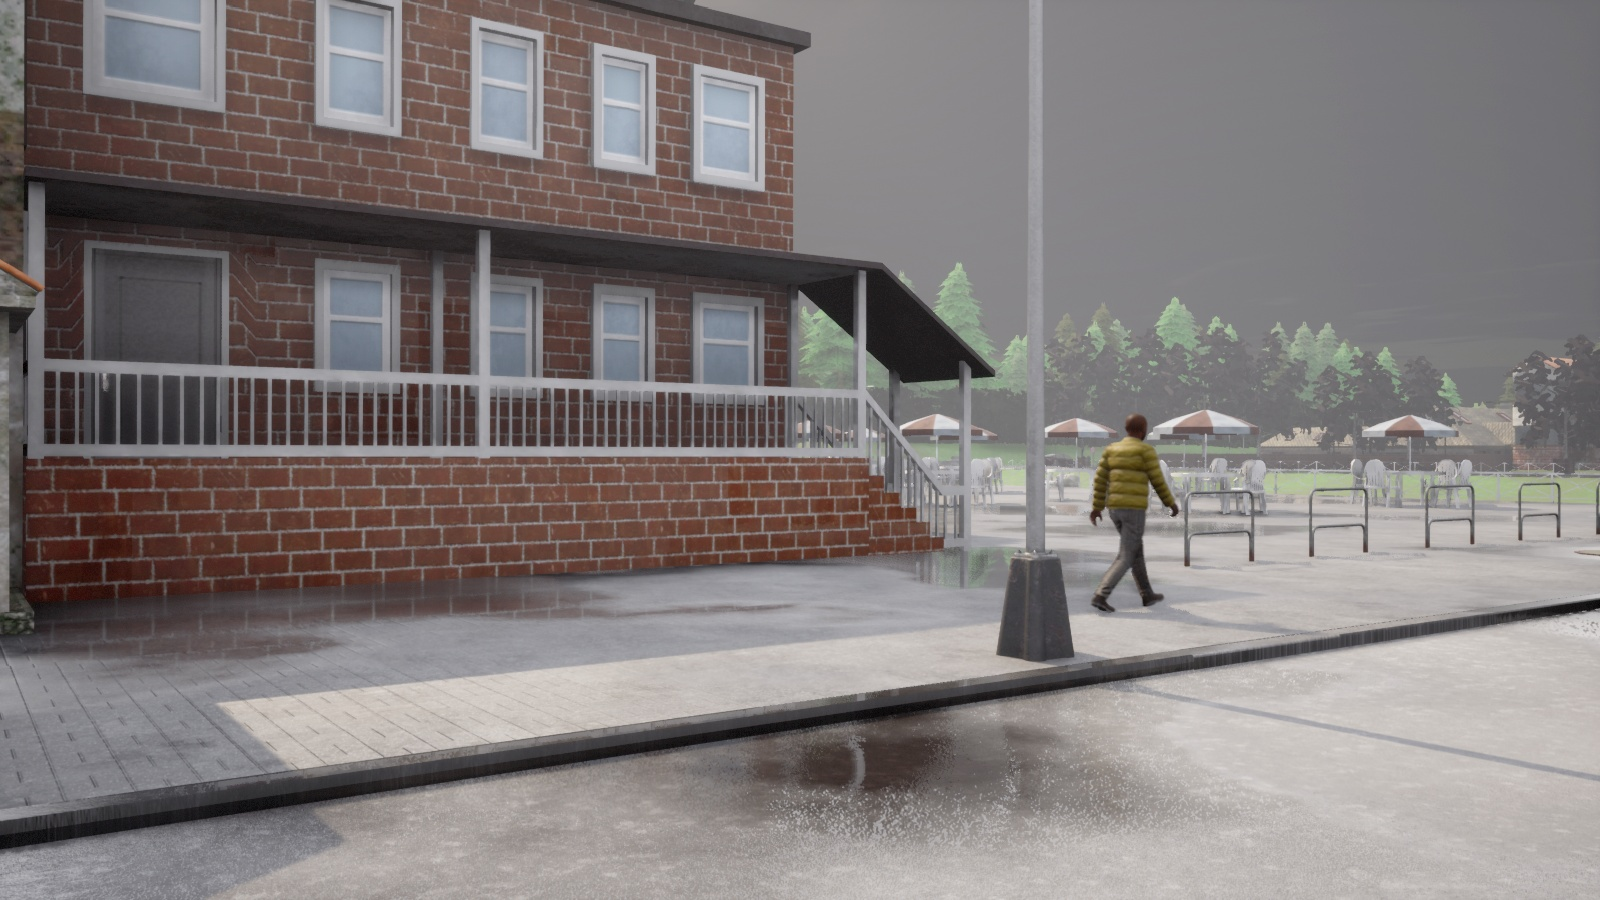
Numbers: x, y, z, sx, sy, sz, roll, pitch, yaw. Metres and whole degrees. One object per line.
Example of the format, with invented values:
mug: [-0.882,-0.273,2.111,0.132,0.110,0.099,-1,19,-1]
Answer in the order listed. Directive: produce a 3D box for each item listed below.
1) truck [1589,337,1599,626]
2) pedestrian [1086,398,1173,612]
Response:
truck: [9.704,0.264,10.860,5.204,2.467,2.627,0,0,-28]
pedestrian: [2.923,0.476,11.130,0.726,1.835,0.370,0,0,-36]
